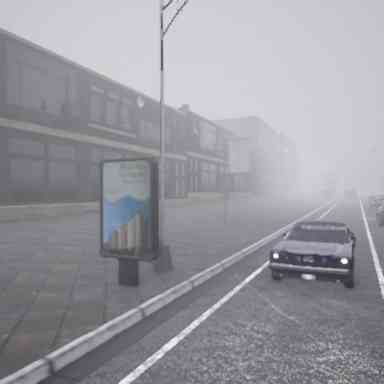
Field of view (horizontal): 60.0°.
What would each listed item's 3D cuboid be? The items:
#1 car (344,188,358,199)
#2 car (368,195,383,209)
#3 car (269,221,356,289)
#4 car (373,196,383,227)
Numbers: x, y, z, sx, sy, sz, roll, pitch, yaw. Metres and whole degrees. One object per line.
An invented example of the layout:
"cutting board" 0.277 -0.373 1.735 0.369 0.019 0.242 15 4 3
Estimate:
"car" 30.845 0.253 64.555 2.150 2.045 5.566 -1 0 26
"car" 19.920 1.042 35.528 2.033 1.411 5.357 -1 1 27
"car" 3.534 1.538 9.290 1.895 1.301 4.718 -1 0 26
"car" 12.456 1.267 20.448 1.837 1.490 4.892 -1 1 27
